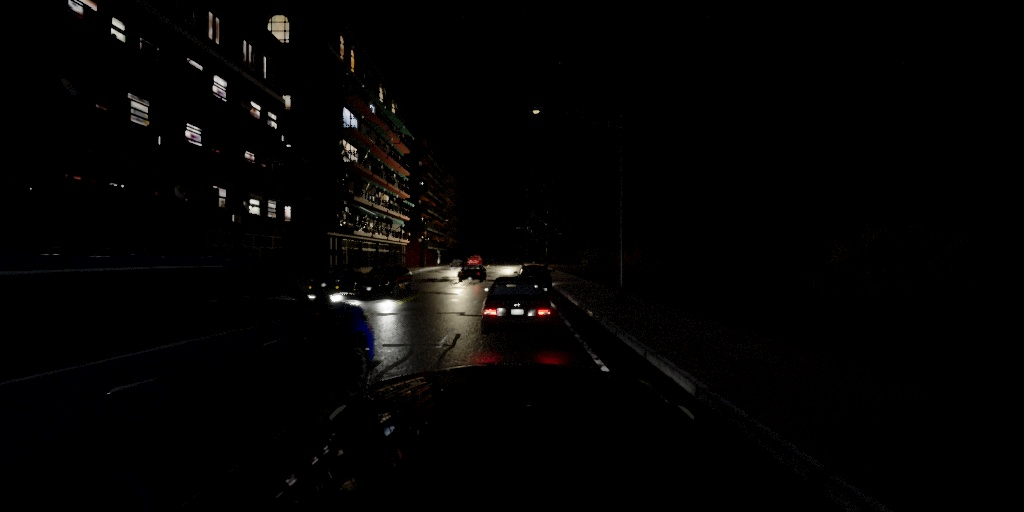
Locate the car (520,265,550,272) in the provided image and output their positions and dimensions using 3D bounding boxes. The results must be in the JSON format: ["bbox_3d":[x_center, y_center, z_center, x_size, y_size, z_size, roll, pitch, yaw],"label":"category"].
[{"bbox_3d":[1.178,1.257,20.209,1.837,1.490,4.892,0,0,0],"label":"car"}]

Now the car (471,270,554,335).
[{"bbox_3d":[0.121,1.299,10.521,2.033,1.411,5.357,0,0,0],"label":"car"}]

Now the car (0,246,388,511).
[{"bbox_3d":[-3.150,0.971,3.067,2.150,2.045,5.566,0,0,0],"label":"car"}]

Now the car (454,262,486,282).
[{"bbox_3d":[-3.090,1.353,28.667,1.895,1.301,4.718,0,0,0],"label":"car"}]

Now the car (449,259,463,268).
[{"bbox_3d":[-9.667,1.297,63.062,2.033,1.411,5.357,0,0,1],"label":"car"}]

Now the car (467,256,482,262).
[{"bbox_3d":[-6.429,0.973,62.420,2.150,2.045,5.566,0,0,1],"label":"car"}]

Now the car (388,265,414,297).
[{"bbox_3d":[-6.563,1.257,18.871,1.837,1.490,4.892,0,0,0],"label":"car"}]

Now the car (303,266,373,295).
[{"bbox_3d":[-9.808,1.316,20.649,1.994,1.385,4.181,0,0,0],"label":"car"}]
